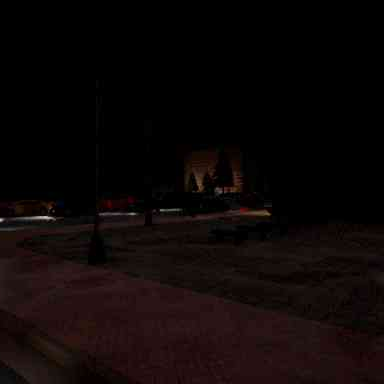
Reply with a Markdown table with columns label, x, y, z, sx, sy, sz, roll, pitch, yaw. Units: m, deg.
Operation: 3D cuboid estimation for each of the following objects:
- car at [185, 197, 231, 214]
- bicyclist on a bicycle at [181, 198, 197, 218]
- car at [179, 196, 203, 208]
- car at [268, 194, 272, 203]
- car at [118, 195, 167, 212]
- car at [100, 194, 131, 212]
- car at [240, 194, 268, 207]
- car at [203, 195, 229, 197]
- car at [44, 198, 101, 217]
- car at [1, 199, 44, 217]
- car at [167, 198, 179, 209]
| label | x | y | z | sx | sy | sz | roll | pitch | yaw |
| --- | --- | --- | --- | --- | --- | --- | --- | --- | --- |
| car | 2.080 | 1.547 | 36.158 | 2.033 | 1.411 | 5.357 | 0 | 0 | 40 |
| bicyclist on a bicycle | -0.267 | 1.301 | 26.728 | 1.656 | 1.620 | 0.582 | 0 | 0 | 40 |
| car | 0.845 | 1.601 | 45.841 | 1.895 | 1.301 | 4.718 | 0 | 0 | 40 |
| car | 15.747 | 1.547 | 57.958 | 2.033 | 1.411 | 5.357 | 0 | 0 | 40 |
| car | -5.563 | 1.478 | 38.262 | 1.882 | 1.535 | 5.008 | 0 | 0 | 40 |
| car | -9.472 | 1.221 | 39.056 | 2.150 | 2.045 | 5.566 | 0 | 0 | 41 |
| car | 9.097 | 1.505 | 50.002 | 1.837 | 1.490 | 4.892 | 0 | 0 | 41 |
| car | 3.658 | 1.564 | 54.552 | 1.994 | 1.385 | 4.181 | 0 | 0 | 41 |
| car | -11.227 | 1.564 | 31.543 | 1.994 | 1.385 | 4.181 | 0 | 0 | 40 |
| car | -15.880 | 1.478 | 31.467 | 1.882 | 1.535 | 5.008 | 0 | 0 | 40 |
| car | -2.860 | 1.547 | 46.891 | 2.033 | 1.411 | 5.357 | 0 | 0 | 40 |
